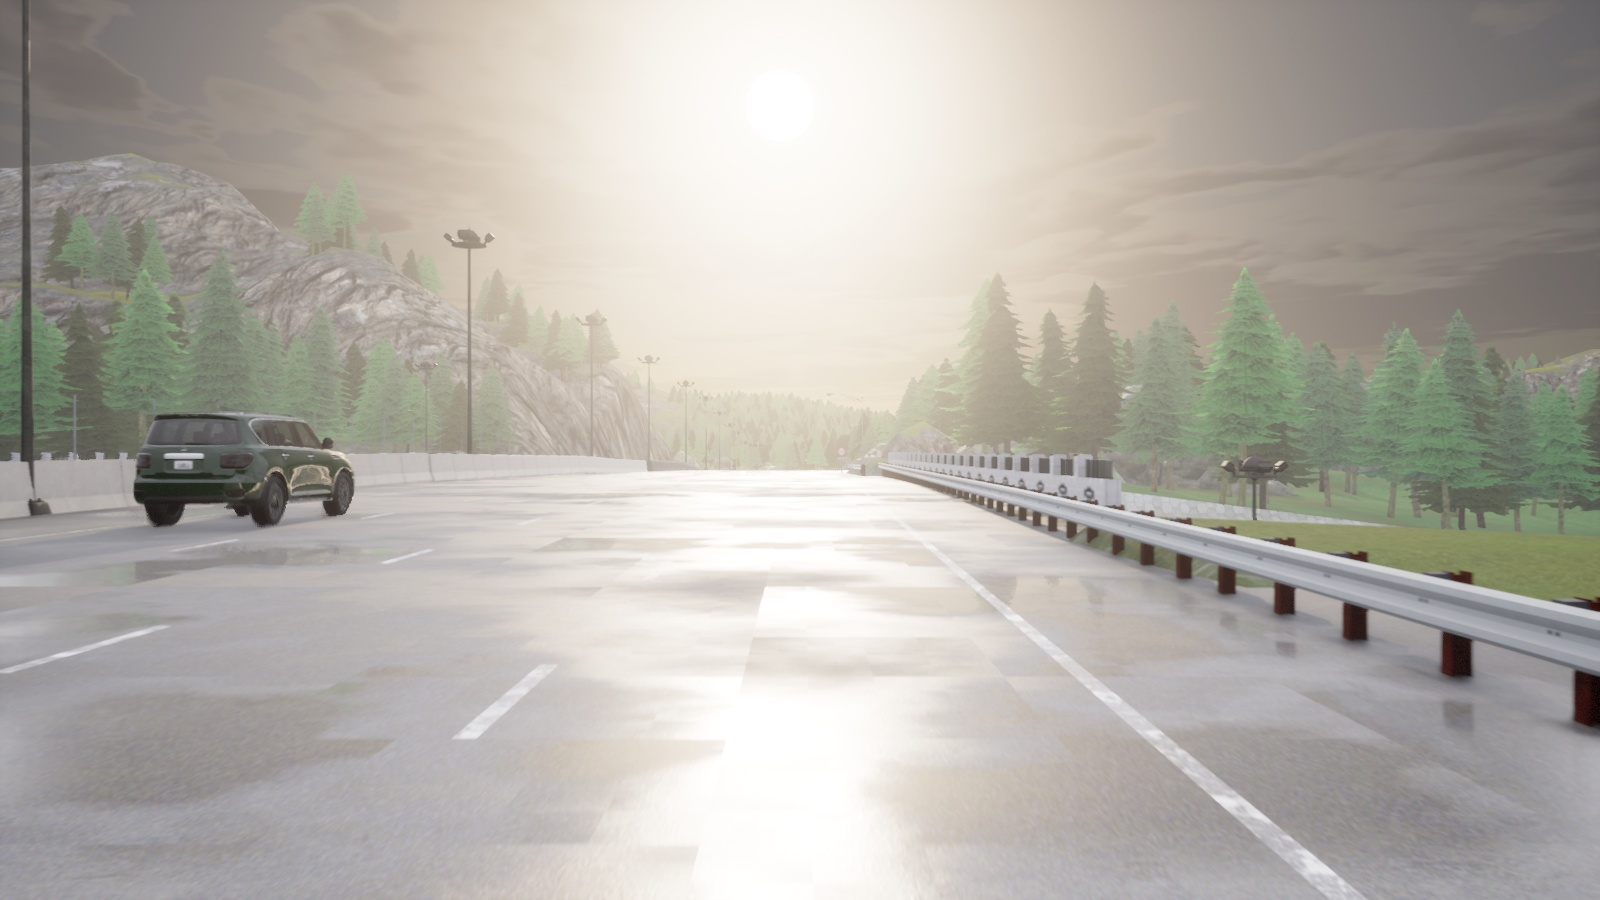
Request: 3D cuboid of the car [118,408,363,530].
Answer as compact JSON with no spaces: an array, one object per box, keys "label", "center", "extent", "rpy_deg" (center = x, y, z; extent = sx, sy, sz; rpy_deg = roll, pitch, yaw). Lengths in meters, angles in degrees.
[{"label":"car","center":[-10.351,0.308,23.857],"extent":[2.150,2.045,5.566],"rpy_deg":[0,0,0]}]
